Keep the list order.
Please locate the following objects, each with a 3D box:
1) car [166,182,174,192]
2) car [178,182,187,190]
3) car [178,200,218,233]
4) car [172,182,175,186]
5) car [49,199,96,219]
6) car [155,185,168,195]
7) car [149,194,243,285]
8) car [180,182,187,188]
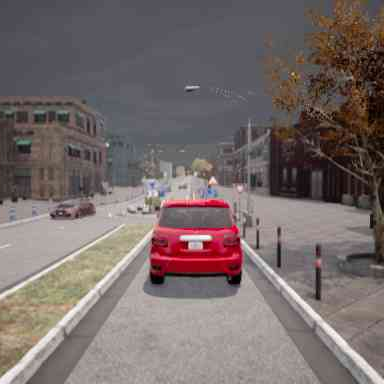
[{"bbox_3d":[-5.276,-0.734,68.199,1.812,1.442,4.674,0,3,0],"label":"car"},{"bbox_3d":[-2.288,-1.283,79.587,1.812,1.442,4.674,0,2,0],"label":"car"},{"bbox_3d":[0.539,1.362,20.269,2.033,1.411,5.357,0,2,5],"label":"car"},{"bbox_3d":[-5.295,-1.859,83.733,1.837,1.490,4.892,0,2,0],"label":"car"},{"bbox_3d":[-8.890,1.227,25.028,1.994,1.385,4.181,0,2,7],"label":"car"},{"bbox_3d":[-5.333,0.059,52.622,1.882,1.535,5.008,0,3,0],"label":"car"},{"bbox_3d":[0.113,1.196,9.605,2.150,2.045,5.566,0,0,1],"label":"car"},{"bbox_3d":[-2.305,-1.861,89.575,1.812,1.442,4.674,0,2,0],"label":"car"}]
